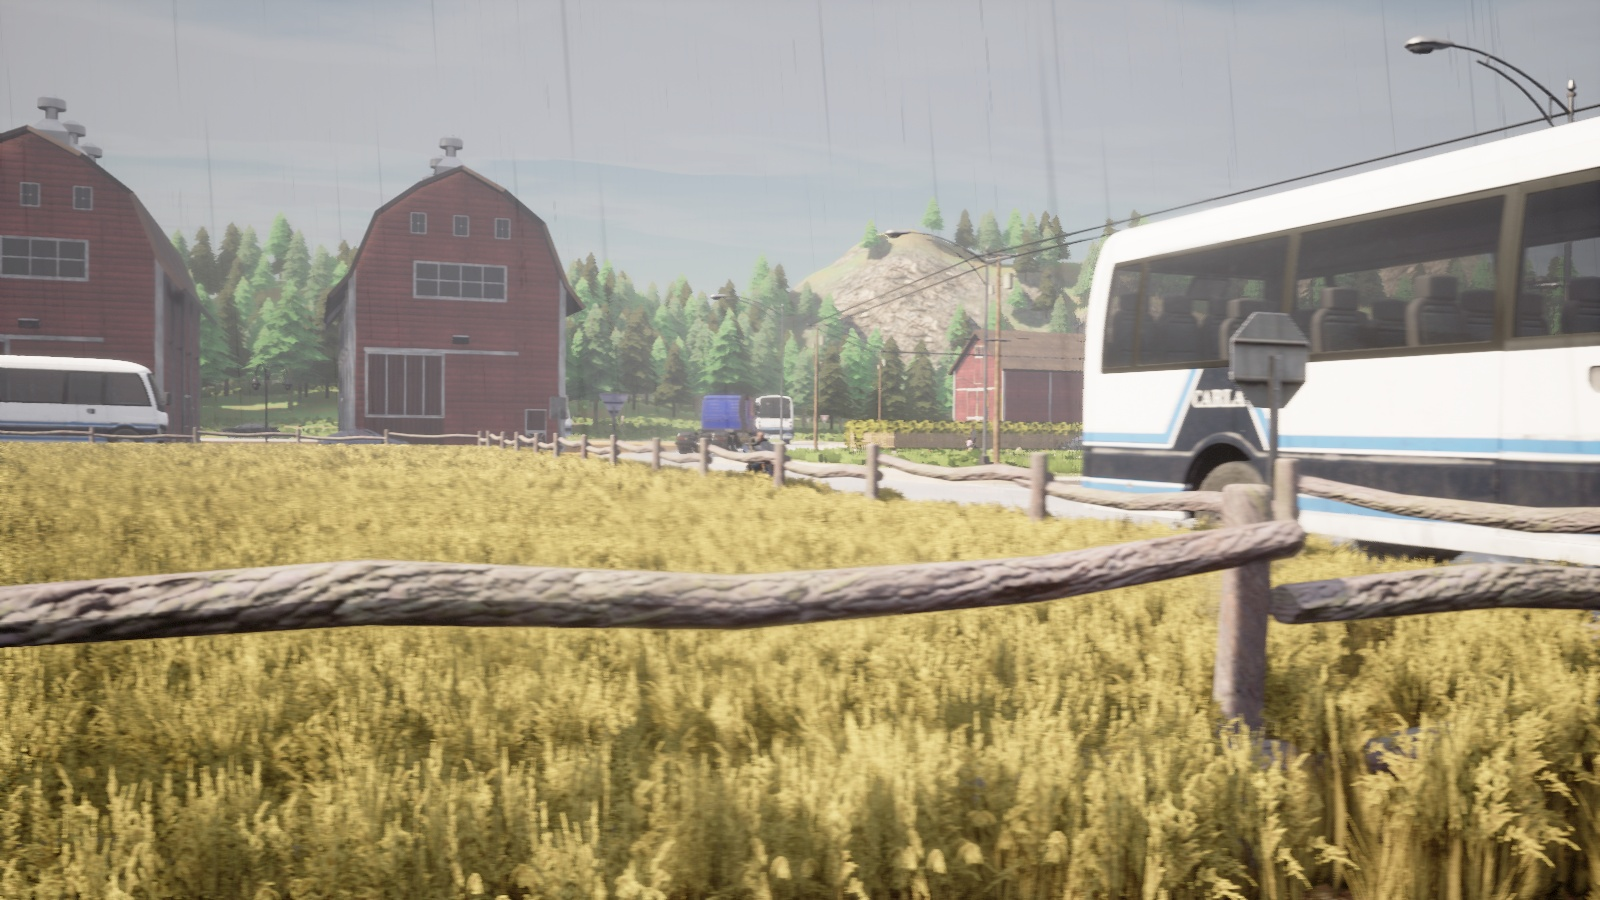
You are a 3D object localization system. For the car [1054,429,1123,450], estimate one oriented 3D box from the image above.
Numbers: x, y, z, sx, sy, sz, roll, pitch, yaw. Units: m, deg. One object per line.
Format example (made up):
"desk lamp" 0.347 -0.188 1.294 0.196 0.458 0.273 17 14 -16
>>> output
"car" 19.611 -0.742 85.418 4.181 1.385 1.994 -1 1 -21

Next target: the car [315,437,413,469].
"car" -20.087 0.134 57.964 4.181 1.385 1.994 -1 1 -18

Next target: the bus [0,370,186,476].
"bus" -31.711 -1.100 52.973 10.273 4.253 3.944 0 1 -23

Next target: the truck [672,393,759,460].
"truck" -4.533 -1.319 69.445 2.891 3.462 7.936 -1 1 10

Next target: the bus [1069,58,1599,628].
"bus" 7.119 -0.849 11.870 3.944 4.253 10.273 -1 1 -21

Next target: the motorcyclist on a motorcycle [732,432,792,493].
"motorcyclist on a motorcycle" -1.016 0.306 32.972 0.866 1.530 2.191 -1 1 -21
